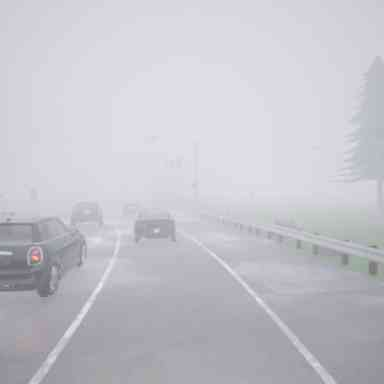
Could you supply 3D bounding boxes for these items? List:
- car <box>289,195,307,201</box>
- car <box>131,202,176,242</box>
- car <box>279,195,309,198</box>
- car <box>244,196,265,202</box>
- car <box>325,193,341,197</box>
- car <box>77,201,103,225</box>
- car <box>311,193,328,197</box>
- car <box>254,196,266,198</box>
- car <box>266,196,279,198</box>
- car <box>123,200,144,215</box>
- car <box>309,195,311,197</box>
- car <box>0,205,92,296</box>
[{"bbox_3d":[28.896,1.618,90.652,5.357,1.411,2.033,0,0,-37],"label":"car"},{"bbox_3d":[-1.971,1.520,16.713,1.882,1.535,5.008,0,0,-11],"label":"car"},{"bbox_3d":[22.801,1.614,74.375,5.357,1.411,2.033,0,0,-25],"label":"car"},{"bbox_3d":[15.523,1.712,82.584,4.718,1.301,1.895,0,0,-23],"label":"car"},{"bbox_3d":[36.074,1.639,82.954,4.718,1.301,1.895,0,0,-37],"label":"car"},{"bbox_3d":[-7.667,1.431,24.338,2.097,1.767,4.553,0,0,-17],"label":"car"},{"bbox_3d":[34.007,1.282,85.797,5.566,2.045,2.150,0,0,-37],"label":"car"},{"bbox_3d":[18.080,1.626,79.875,4.674,1.442,1.812,0,0,-23],"label":"car"},{"bbox_3d":[20.488,1.628,77.119,5.357,1.411,2.033,0,0,-25],"label":"car"},{"bbox_3d":[-5.753,1.600,34.579,2.163,1.488,4.792,0,0,2],"label":"car"},{"bbox_3d":[31.388,1.612,88.167,5.357,1.411,2.033,0,0,-37],"label":"car"},{"bbox_3d":[-4.223,1.385,8.773,2.097,1.767,4.553,0,0,-6],"label":"car"}]
